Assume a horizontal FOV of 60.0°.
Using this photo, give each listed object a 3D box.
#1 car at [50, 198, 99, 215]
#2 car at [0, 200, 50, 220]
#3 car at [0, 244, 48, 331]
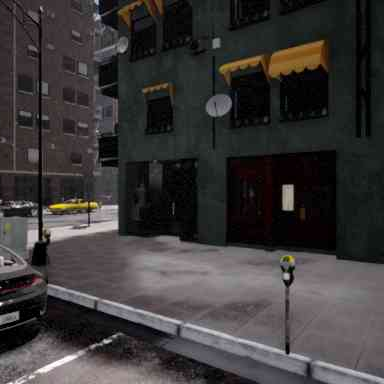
[{"bbox_3d":[-10.845,1.249,30.412,1.752,1.417,4.829,1,1,35],"label":"car"},{"bbox_3d":[-13.932,1.349,25.986,2.008,1.369,4.403,1,1,35],"label":"car"},{"bbox_3d":[-4.360,1.551,5.980,4.403,1.369,2.008,0,0,35],"label":"car"}]
